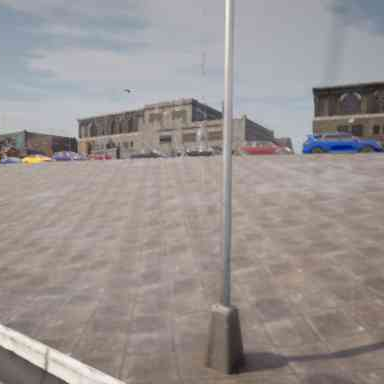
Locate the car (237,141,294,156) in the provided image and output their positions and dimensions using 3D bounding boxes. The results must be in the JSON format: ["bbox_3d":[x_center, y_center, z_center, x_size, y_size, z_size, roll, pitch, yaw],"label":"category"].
[{"bbox_3d":[6.023,-3.358,27.217,4.553,1.767,2.185,1,1,26],"label":"car"}]

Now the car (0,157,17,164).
[{"bbox_3d":[-23.212,-3.822,43.270,4.674,1.452,2.002,1,1,33],"label":"car"}]

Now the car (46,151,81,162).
[{"bbox_3d":[-13.746,-3.785,37.525,4.553,1.767,2.185,1,1,31],"label":"car"}]

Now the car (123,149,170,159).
[{"bbox_3d":[-3.890,-3.415,32.117,4.674,1.452,2.002,1,1,28],"label":"car"}]

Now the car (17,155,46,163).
[{"bbox_3d":[-18.500,-3.760,40.341,5.008,1.535,2.097,1,1,32],"label":"car"}]

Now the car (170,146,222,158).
[{"bbox_3d":[0.942,-3.354,29.659,4.892,1.521,2.231,1,1,27],"label":"car"}]

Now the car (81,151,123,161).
[{"bbox_3d":[-8.754,-3.526,34.725,4.792,1.488,2.163,1,1,29],"label":"car"}]

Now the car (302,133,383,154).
[{"bbox_3d":[11.124,-3.340,24.878,5.566,2.045,2.435,2,1,25],"label":"car"}]
